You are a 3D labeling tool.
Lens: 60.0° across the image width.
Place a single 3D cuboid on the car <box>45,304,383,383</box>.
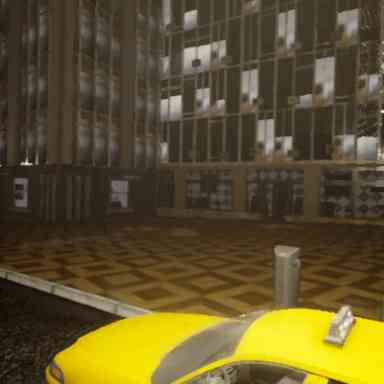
[{"bbox_3d":[0.803,1.521,2.444,4.829,1.417,1.752,0,1,36],"label":"car"}]
